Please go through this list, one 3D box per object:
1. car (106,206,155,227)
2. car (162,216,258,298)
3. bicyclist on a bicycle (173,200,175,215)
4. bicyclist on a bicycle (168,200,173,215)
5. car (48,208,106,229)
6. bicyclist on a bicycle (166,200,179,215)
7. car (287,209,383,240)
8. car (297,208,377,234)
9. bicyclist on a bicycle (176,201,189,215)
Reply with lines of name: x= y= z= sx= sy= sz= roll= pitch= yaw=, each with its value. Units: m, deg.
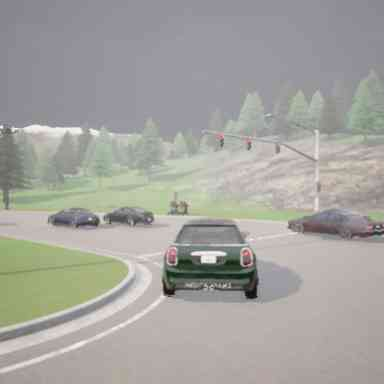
car: x=-4.869 y=1.829 z=25.615 sx=4.674 sy=1.442 sz=1.812 roll=0 pitch=-1 yaw=39
car: x=0.508 y=1.470 z=9.096 sx=2.097 sy=1.767 sz=4.553 roll=0 pitch=-1 yaw=4
bicyclist on a bicycle: x=-1.134 y=1.763 z=36.832 sx=0.582 sy=1.620 sz=1.656 roll=0 pitch=-1 yaw=36
bicyclist on a bicycle: x=-1.860 y=1.767 z=37.348 sx=0.582 sy=1.620 sz=1.656 roll=0 pitch=-1 yaw=35
car: x=-8.601 y=1.831 z=24.105 sx=4.181 sy=1.385 sz=1.994 roll=0 pitch=-1 yaw=37
bicyclist on a bicycle: x=-2.225 y=1.768 z=37.604 sx=0.582 sy=1.620 sz=1.656 roll=0 pitch=-1 yaw=35
car: x=8.030 y=1.824 z=18.939 sx=2.033 sy=1.411 sz=5.357 roll=1 pitch=-1 yaw=-34
car: x=9.626 y=1.854 z=22.428 sx=1.812 sy=1.442 sz=4.674 roll=1 pitch=-1 yaw=-39
bicyclist on a bicycle: x=-0.771 y=1.762 z=36.573 sx=0.582 sy=1.620 sz=1.656 roll=0 pitch=-1 yaw=36
